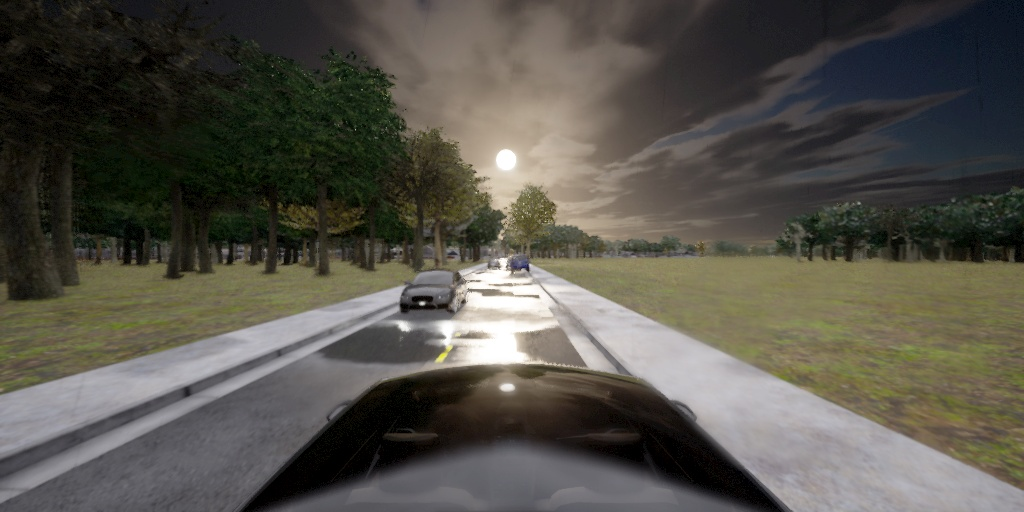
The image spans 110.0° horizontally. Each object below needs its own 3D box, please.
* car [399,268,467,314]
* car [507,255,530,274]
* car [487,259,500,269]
[{"bbox_3d":[-2.846,1.253,13.810,1.837,1.490,4.892,0,0,0],"label":"car"},{"bbox_3d":[0.882,0.891,41.565,2.150,2.045,5.566,-5,0,0],"label":"car"},{"bbox_3d":[-2.796,1.233,55.506,2.128,1.511,4.902,0,0,0],"label":"car"}]
